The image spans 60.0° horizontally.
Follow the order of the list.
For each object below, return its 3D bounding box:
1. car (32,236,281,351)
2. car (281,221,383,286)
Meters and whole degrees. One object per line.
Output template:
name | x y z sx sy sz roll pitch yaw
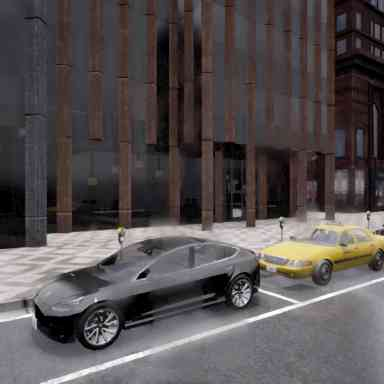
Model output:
car | -0.581 1.566 6.232 4.313 1.339 1.947 0 0 -35
car | 3.872 1.526 9.402 4.829 1.417 1.752 0 0 -35
